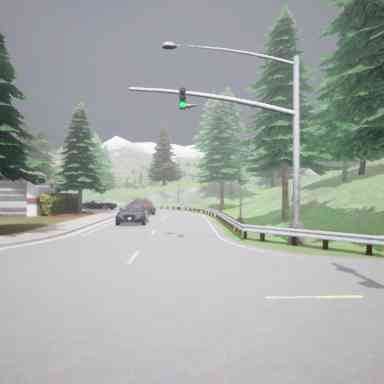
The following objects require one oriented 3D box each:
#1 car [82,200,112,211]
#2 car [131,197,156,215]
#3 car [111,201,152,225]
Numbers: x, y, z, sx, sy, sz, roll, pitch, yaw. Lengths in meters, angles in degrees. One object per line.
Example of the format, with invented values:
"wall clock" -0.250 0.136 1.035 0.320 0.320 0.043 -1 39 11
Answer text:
"car" -11.733 1.602 41.216 4.718 1.301 1.895 0 0 14
"car" -5.098 1.348 33.529 2.097 1.767 4.553 0 0 -20
"car" -4.188 1.561 23.746 1.994 1.385 4.181 0 0 -3
